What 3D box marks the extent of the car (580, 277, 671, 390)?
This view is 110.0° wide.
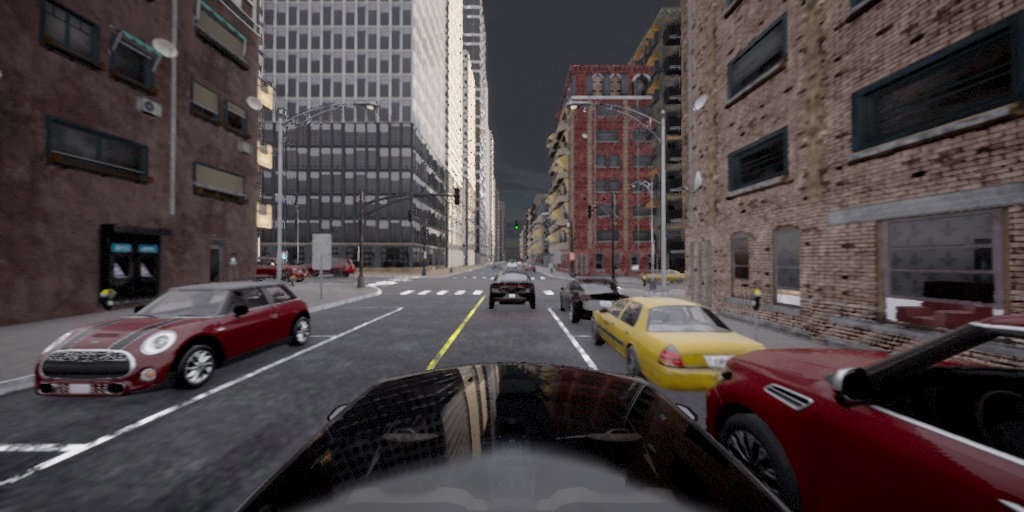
[{"bbox_3d":[2.691,1.327,6.879,1.751,1.417,4.829,0,0,0],"label":"car"}]

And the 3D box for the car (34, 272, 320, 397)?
[{"bbox_3d":[-5.689,1.241,6.709,1.967,1.591,4.097,0,0,0],"label":"car"}]

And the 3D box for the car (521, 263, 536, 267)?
[{"bbox_3d":[2.748,1.884,54.412,1.802,1.307,4.207,0,0,0],"label":"car"}]

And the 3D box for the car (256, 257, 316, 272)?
[{"bbox_3d":[-17.572,1.007,26.061,5.009,1.841,2.192,0,0,0],"label":"car"}]

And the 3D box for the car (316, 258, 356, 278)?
[{"bbox_3d":[-17.705,1.112,34.440,5.009,1.841,2.192,0,0,0],"label":"car"}]

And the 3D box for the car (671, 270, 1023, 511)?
[{"bbox_3d":[2.690,1.058,1.027,2.192,1.841,5.009,0,0,0],"label":"car"}]

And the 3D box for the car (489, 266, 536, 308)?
[{"bbox_3d":[0.022,1.375,16.041,1.882,1.535,5.008,0,0,0],"label":"car"}]

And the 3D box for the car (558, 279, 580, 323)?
[{"bbox_3d":[2.692,1.426,12.392,1.948,1.339,4.313,0,0,0],"label":"car"}]

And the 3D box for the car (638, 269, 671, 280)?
[{"bbox_3d":[14.635,1.927,34.711,4.829,1.417,1.751,0,0,0],"label":"car"}]
